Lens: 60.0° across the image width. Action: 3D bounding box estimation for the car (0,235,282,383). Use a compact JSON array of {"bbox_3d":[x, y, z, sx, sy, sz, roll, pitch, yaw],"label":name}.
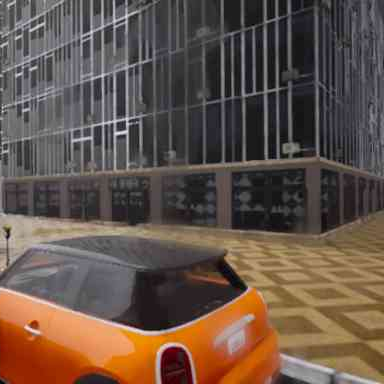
[{"bbox_3d":[-1.330,1.339,4.196,4.553,1.767,2.097,0,0,36],"label":"car"}]
